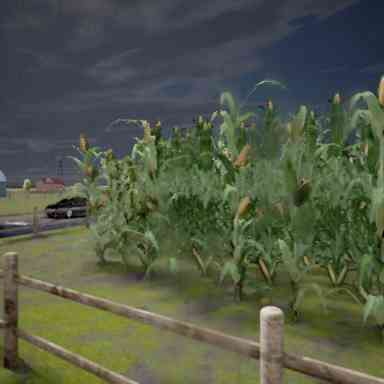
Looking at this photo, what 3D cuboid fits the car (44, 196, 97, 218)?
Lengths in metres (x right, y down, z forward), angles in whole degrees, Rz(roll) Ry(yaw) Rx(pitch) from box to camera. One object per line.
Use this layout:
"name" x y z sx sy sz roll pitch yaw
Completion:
"car" -9.283 1.129 26.084 1.837 1.490 4.892 1 2 22
